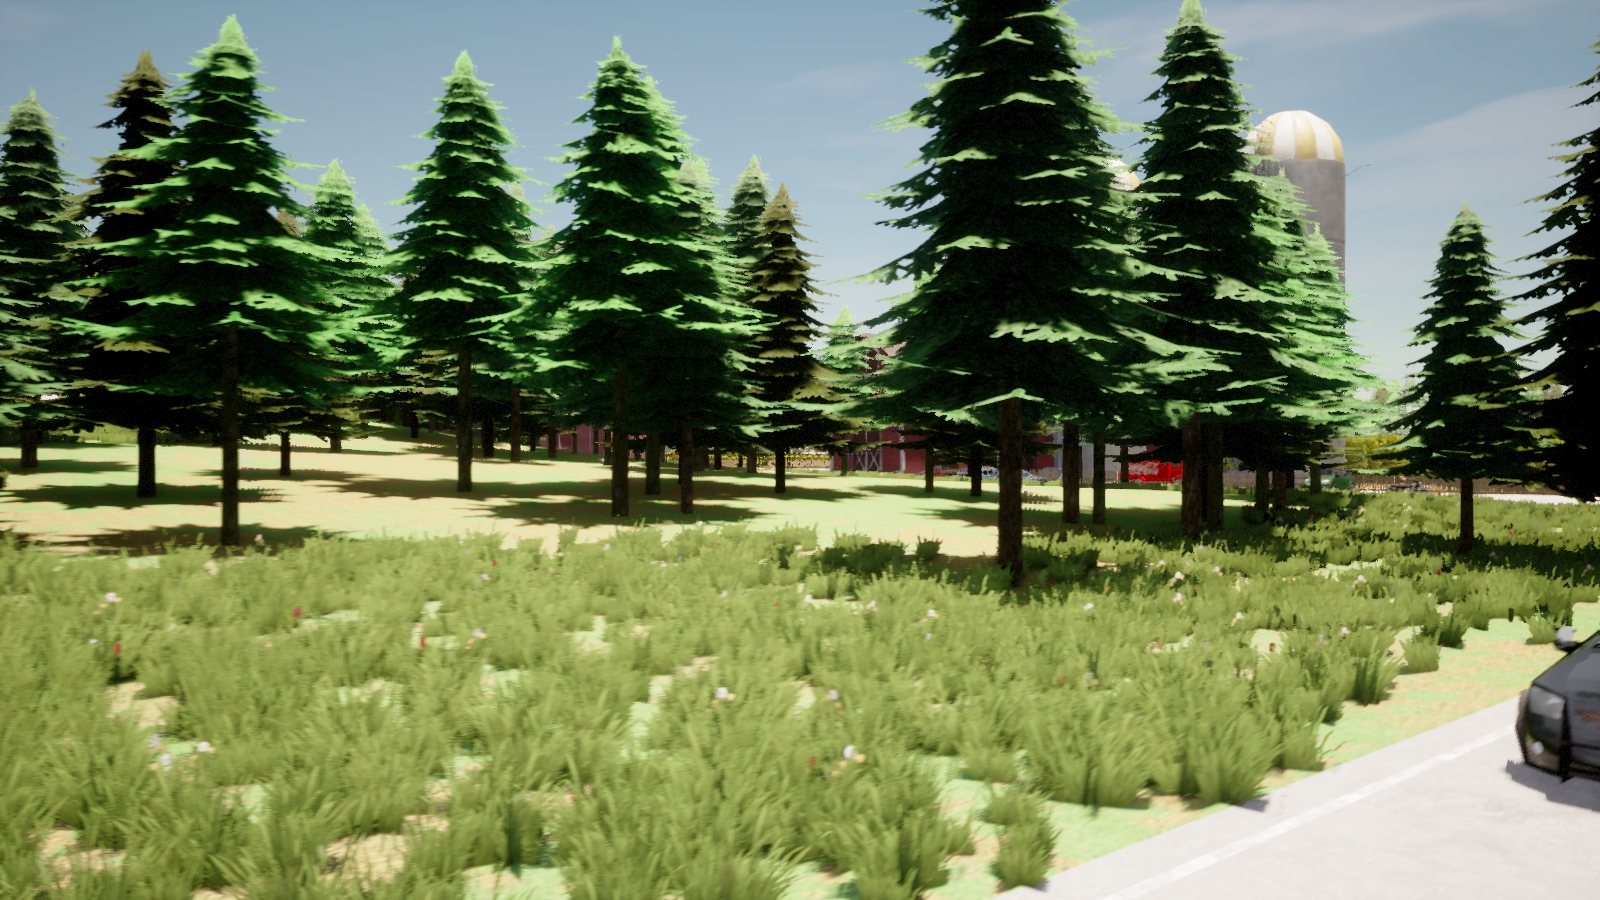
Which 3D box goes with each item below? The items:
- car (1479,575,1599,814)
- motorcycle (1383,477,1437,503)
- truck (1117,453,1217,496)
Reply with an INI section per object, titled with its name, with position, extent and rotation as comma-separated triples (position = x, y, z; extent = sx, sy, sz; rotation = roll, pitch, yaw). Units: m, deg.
[car]
position = 8.190, 2.039, 10.299
extent = 4.974, 1.542, 2.038
rotation = 0, 0, -40
[motorcycle]
position = 31.413, 2.039, 58.878
extent = 0.764, 1.277, 2.356
rotation = 0, 0, -40
[truck]
position = 22.386, 1.441, 69.813
extent = 2.627, 2.467, 5.204
rotation = 0, 0, -40
